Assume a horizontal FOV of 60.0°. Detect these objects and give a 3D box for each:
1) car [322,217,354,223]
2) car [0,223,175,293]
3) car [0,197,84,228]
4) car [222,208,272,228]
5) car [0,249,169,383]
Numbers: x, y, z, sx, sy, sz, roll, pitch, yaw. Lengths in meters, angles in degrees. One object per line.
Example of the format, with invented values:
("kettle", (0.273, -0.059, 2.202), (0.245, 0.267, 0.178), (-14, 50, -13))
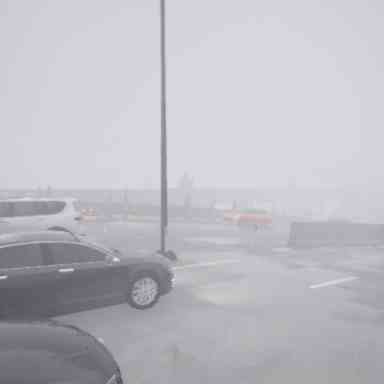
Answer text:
("car", (13.431, 3.115, 30.655), (4.892, 1.490, 1.837), (9, -5, -35))
("car", (-2.611, 1.503, 6.184), (4.892, 1.490, 1.837), (0, 0, -36))
("car", (-6.785, 1.217, 12.033), (5.566, 2.045, 2.150), (0, 0, -35))
("car", (4.777, 2.153, 28.809), (4.553, 1.767, 2.097), (6, -3, -35))
("car", (-2.767, 1.501, 1.772), (4.902, 1.511, 2.128), (-1, 0, -36))
